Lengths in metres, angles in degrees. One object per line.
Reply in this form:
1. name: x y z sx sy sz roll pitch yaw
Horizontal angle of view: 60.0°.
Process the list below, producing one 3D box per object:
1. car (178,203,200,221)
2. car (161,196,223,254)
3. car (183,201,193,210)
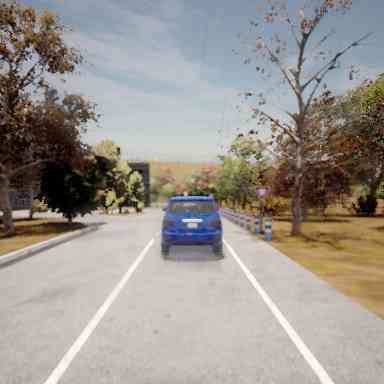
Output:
1. car: -0.273 1.720 30.228 1.837 1.490 4.892 0 -1 -1
2. car: -0.058 1.188 13.481 2.150 2.045 5.566 0 0 -2
3. car: -0.835 2.739 68.601 2.097 1.767 4.553 0 -2 -1
